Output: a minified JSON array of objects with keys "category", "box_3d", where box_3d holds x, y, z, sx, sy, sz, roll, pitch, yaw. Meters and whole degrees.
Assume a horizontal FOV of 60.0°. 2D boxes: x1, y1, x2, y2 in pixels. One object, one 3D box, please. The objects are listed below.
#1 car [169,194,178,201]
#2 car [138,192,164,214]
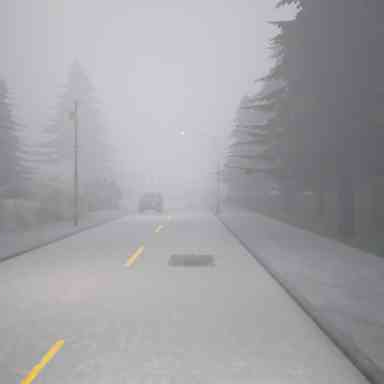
[{"category":"car","box_3d":[-4.018,1.225,74.499,2.128,1.511,4.902,0,0,0]},{"category":"car","box_3d":[-4.068,1.068,33.918,2.150,2.045,5.566,0,0,0]}]
